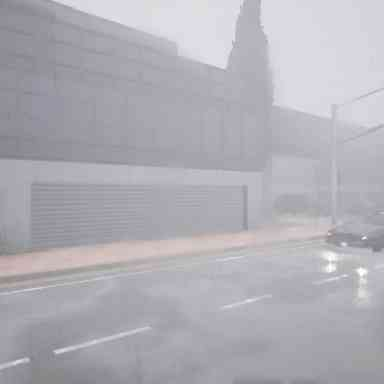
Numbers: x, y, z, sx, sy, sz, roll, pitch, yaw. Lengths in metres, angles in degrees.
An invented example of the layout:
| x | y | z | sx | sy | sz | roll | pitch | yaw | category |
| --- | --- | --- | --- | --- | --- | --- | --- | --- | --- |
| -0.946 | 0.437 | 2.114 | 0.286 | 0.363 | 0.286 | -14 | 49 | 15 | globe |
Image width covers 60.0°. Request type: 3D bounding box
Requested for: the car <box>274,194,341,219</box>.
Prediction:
| x | y | z | sx | sy | sz | roll | pitch | yaw | category |
| --- | --- | --- | --- | --- | --- | --- | --- | --- | --- |
| 9.984 | 1.219 | 29.940 | 2.150 | 2.045 | 5.566 | 0 | 0 | -37 | car |

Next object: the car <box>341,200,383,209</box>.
| x | y | z | sx | sy | sz | roll | pitch | yaw | category |
| --- | --- | --- | --- | --- | --- | --- | --- | --- | --- |
| 14.874 | 1.491 | 29.239 | 2.128 | 1.511 | 4.902 | 0 | 0 | -37 | car |

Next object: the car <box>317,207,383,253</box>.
| x | y | z | sx | sy | sz | roll | pitch | yaw | category |
| --- | --- | --- | --- | --- | --- | --- | --- | --- | --- |
| 7.849 | 1.547 | 13.861 | 5.357 | 1.411 | 2.033 | 0 | 0 | -34 | car |
